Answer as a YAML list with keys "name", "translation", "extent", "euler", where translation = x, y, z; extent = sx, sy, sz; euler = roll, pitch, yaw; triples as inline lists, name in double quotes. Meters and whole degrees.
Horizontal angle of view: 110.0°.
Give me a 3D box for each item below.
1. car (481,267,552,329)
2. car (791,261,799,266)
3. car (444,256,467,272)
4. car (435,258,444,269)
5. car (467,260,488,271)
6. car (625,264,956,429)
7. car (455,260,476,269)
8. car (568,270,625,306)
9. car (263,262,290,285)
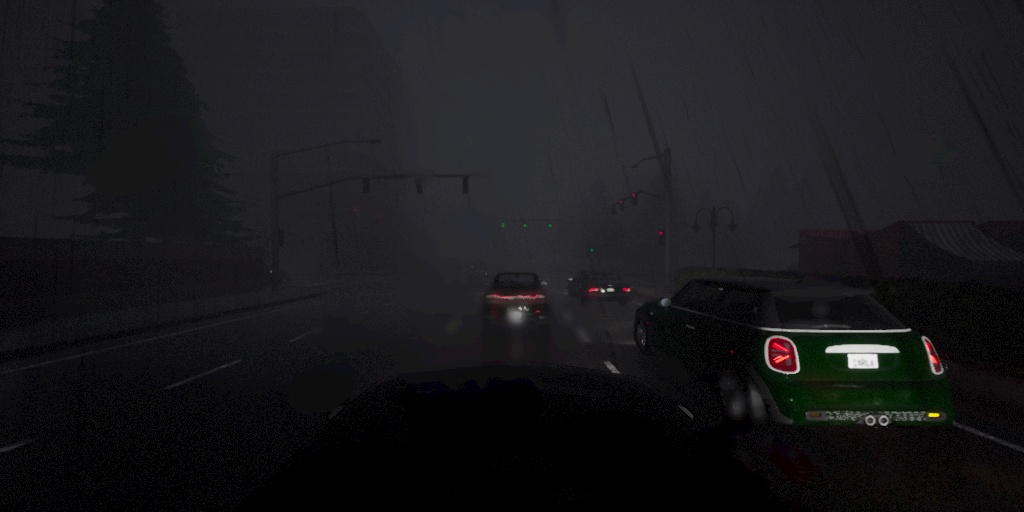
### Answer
- name: "car"
  translation: [0.151, 1.255, 11.280]
  extent: [2.128, 1.511, 4.902]
  euler: [0, 0, 1]
- name: "car"
  translation: [24.870, 1.194, 29.004]
  extent: [4.553, 1.767, 2.097]
  euler: [0, 0, 1]
- name: "car"
  translation: [-7.640, 1.162, 47.868]
  extent: [2.097, 1.767, 4.553]
  euler: [0, 0, -12]
- name: "car"
  translation: [-10.210, 1.423, 56.482]
  extent: [1.895, 1.301, 4.718]
  euler: [0, 0, -26]
- name: "car"
  translation: [-4.730, 1.379, 51.498]
  extent: [1.994, 1.385, 4.181]
  euler: [0, 0, -18]
- name: "car"
  translation: [3.630, 1.107, 5.818]
  extent: [2.097, 1.767, 4.553]
  euler: [0, 0, 0]
- name: "car"
  translation: [-7.729, 1.351, 59.320]
  extent: [1.812, 1.442, 4.674]
  euler: [0, 0, -28]
- name: "car"
  translation: [3.715, 1.316, 15.921]
  extent: [2.033, 1.411, 5.357]
  euler: [0, 0, 1]
- name: "car"
  translation: [-18.803, 1.189, 26.175]
  extent: [4.553, 1.767, 2.097]
  euler: [0, 0, 1]
